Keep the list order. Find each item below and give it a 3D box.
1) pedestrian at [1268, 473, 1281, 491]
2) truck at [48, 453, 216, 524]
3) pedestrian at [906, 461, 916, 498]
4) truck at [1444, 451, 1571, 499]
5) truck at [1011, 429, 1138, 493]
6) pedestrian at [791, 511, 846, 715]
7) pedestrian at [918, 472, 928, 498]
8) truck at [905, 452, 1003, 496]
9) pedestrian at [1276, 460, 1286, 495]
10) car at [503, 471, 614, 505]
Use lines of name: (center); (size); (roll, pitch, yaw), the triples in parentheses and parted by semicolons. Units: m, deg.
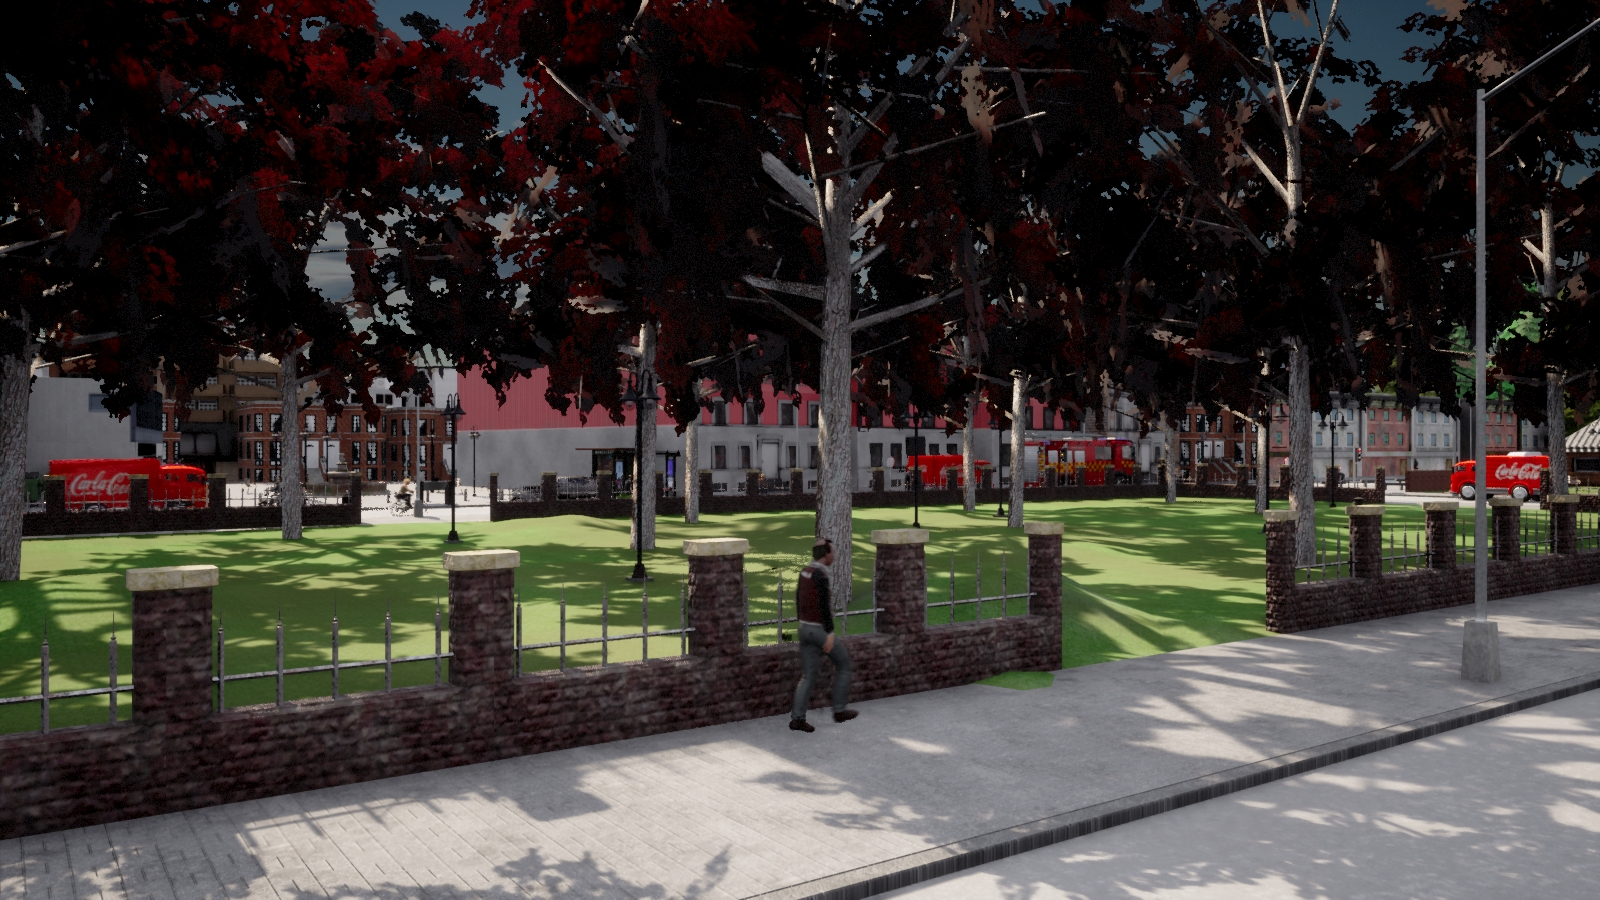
pedestrian: (29.166, 1.983, 70.244); (0.500, 1.100, 0.500); (0, 0, -16)
truck: (-24.738, 1.346, 42.363); (5.204, 2.467, 2.627); (0, 0, -35)
pedestrian: (5.652, 1.509, 58.318); (0.375, 1.860, 0.375); (0, 0, 29)
truck: (38.239, 1.318, 61.891); (2.627, 2.467, 5.204); (0, 0, -35)
truck: (17.433, 0.649, 72.196); (8.468, 3.827, 2.891); (0, 0, -35)
pedestrian: (0.174, 1.520, 10.824); (0.375, 1.860, 0.375); (0, 0, -31)
pedestrian: (6.271, 1.789, 58.207); (0.375, 1.300, 0.375); (0, 0, 39)
truck: (8.900, 1.330, 65.931); (5.204, 2.467, 2.627); (0, 0, -35)
pedestrian: (26.327, 1.502, 62.546); (0.375, 1.860, 0.375); (0, 0, -35)
car: (-11.850, 1.817, 56.275); (4.902, 1.511, 2.128); (0, 0, -35)
